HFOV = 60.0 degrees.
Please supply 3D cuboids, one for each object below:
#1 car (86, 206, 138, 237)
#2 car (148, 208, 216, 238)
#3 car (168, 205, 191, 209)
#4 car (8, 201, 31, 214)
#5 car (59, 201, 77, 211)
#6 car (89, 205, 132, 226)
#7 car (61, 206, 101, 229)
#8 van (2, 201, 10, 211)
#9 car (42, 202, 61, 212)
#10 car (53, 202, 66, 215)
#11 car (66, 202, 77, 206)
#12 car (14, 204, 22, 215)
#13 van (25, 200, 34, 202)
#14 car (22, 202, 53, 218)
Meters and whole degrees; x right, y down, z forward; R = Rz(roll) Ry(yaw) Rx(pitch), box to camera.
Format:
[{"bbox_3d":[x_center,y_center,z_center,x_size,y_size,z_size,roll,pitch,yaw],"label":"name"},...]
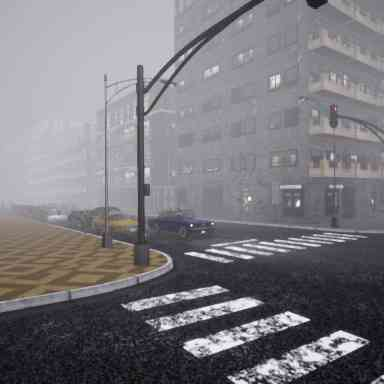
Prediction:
[{"bbox_3d":[-4.780,1.865,20.767,1.752,1.417,4.829,-2,0,-36],"label":"car"},{"bbox_3d":[-0.702,1.863,19.610,1.895,1.301,4.718,-1,-1,-36],"label":"car"},{"bbox_3d":[-1.475,1.915,30.422,2.008,1.369,4.403,-2,0,-36],"label":"car"},{"bbox_3d":[-24.964,2.449,48.242,1.887,1.381,4.507,-2,0,-36],"label":"car"},{"bbox_3d":[-21.562,2.366,57.761,1.967,1.590,4.097,-2,0,-36],"label":"car"},{"bbox_3d":[-6.988,1.943,28.169,1.837,1.490,4.892,-1,-1,-36],"label":"car"},{"bbox_3d":[-8.227,2.002,25.460,1.947,1.339,4.313,-2,0,-36],"label":"car"},{"bbox_3d":[-31.665,2.433,57.355,1.690,1.788,3.998,-2,0,-36],"label":"van"},{"bbox_3d":[-23.833,2.518,56.511,1.994,1.385,4.181,-1,-1,-37],"label":"car"},{"bbox_3d":[-19.073,2.268,44.710,2.128,1.511,4.902,-1,-1,-36],"label":"car"},{"bbox_3d":[-17.918,2.389,48.453,1.895,1.301,4.718,-1,-1,-36],"label":"car"},{"bbox_3d":[-21.615,2.392,43.685,1.802,1.307,4.206,-2,0,-36],"label":"car"},{"bbox_3d":[-41.649,2.831,85.100,1.690,1.788,3.998,-2,0,-36],"label":"van"},{"bbox_3d":[-18.269,2.262,39.129,1.887,1.381,4.507,-2,0,-36],"label":"car"}]
